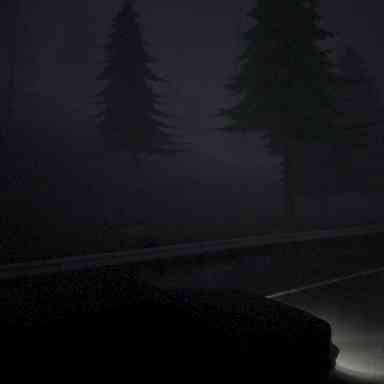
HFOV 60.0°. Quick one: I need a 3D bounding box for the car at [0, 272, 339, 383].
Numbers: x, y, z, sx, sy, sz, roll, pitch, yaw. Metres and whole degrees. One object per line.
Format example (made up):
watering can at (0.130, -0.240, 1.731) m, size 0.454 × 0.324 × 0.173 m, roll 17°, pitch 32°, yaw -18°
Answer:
car at (-0.918, 1.544, 3.056) m, size 5.357 × 1.411 × 2.033 m, roll 0°, pitch 0°, yaw -35°
